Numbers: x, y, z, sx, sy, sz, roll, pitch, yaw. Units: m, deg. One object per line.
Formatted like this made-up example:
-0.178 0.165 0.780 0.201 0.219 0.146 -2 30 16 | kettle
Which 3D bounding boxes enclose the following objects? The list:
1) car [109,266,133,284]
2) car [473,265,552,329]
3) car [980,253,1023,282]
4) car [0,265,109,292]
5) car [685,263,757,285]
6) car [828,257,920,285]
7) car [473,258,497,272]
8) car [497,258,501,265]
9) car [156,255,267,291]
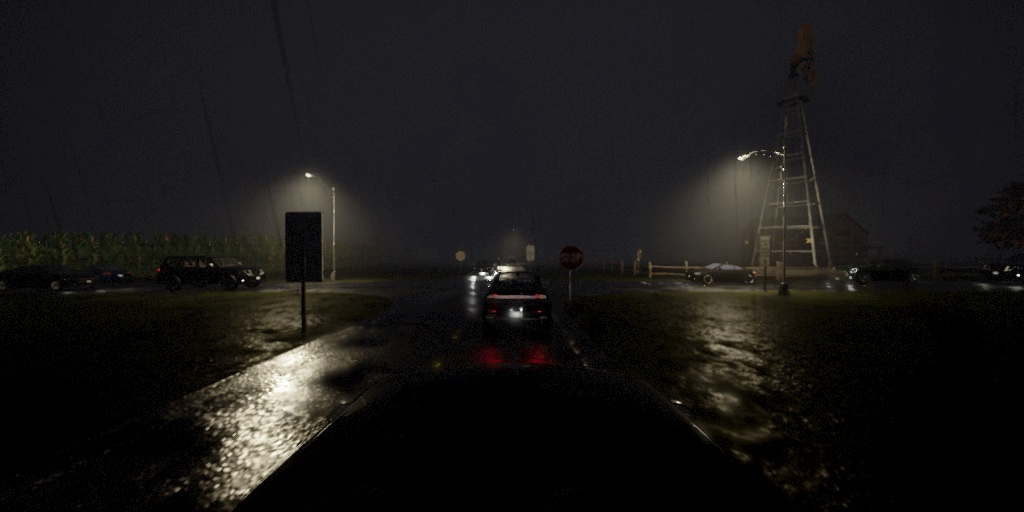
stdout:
-28.973 1.321 24.690 4.181 1.385 1.994 0 1 0 | car
0.188 1.212 11.155 2.128 1.511 4.902 0 0 2 | car
34.553 0.754 23.448 5.566 2.045 2.150 0 1 3 | car
-28.149 1.279 21.736 5.008 1.535 1.882 0 1 0 | car
13.965 1.170 24.142 4.181 1.385 1.994 0 1 3 | car
23.944 0.925 23.845 4.553 1.767 2.097 0 1 2 | car
-2.907 1.134 37.308 1.837 1.490 4.892 0 0 2 | car
-2.861 1.192 47.089 1.895 1.301 4.718 0 0 0 | car
-18.114 0.986 21.714 5.566 2.045 2.150 0 1 0 | car
